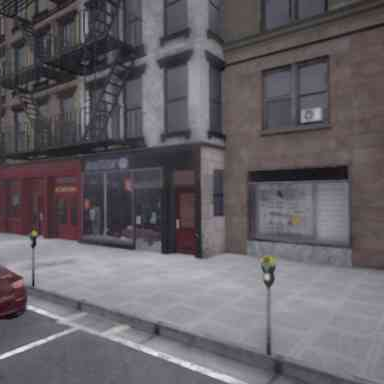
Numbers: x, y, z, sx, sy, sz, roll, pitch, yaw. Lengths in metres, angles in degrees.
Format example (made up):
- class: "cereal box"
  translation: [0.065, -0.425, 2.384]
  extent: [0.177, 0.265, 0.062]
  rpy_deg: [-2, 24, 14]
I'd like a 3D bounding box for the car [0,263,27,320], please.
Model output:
- class: "car"
  translation: [-4.681, 1.650, 6.147]
  extent: [4.206, 1.307, 1.802]
  rpy_deg: [-1, 0, 35]
